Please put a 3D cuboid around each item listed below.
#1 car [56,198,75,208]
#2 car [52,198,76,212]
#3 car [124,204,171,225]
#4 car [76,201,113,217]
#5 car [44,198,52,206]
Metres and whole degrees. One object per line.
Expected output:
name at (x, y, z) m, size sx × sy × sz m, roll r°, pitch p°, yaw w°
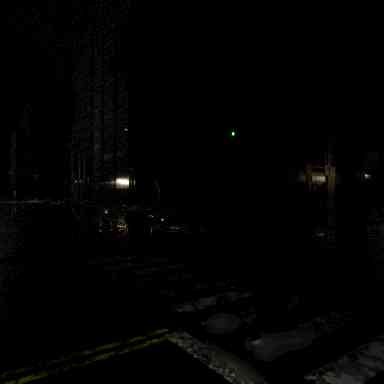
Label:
car at (-20.676, 1.790, 54.255) m, size 1.812 × 1.442 × 4.674 m, roll 1°, pitch -1°, yaw -35°
car at (-15.469, 1.724, 41.395) m, size 2.033 × 1.411 × 5.357 m, roll 1°, pitch -1°, yaw -34°
car at (-3.386, 1.607, 24.331) m, size 1.812 × 1.442 × 4.674 m, roll 1°, pitch -1°, yaw -37°
car at (-9.327, 1.619, 32.701) m, size 2.128 × 1.511 × 4.902 m, roll 1°, pitch -1°, yaw -35°
car at (-26.467, 1.802, 62.431) m, size 2.128 × 1.511 × 4.902 m, roll 1°, pitch -1°, yaw -36°
